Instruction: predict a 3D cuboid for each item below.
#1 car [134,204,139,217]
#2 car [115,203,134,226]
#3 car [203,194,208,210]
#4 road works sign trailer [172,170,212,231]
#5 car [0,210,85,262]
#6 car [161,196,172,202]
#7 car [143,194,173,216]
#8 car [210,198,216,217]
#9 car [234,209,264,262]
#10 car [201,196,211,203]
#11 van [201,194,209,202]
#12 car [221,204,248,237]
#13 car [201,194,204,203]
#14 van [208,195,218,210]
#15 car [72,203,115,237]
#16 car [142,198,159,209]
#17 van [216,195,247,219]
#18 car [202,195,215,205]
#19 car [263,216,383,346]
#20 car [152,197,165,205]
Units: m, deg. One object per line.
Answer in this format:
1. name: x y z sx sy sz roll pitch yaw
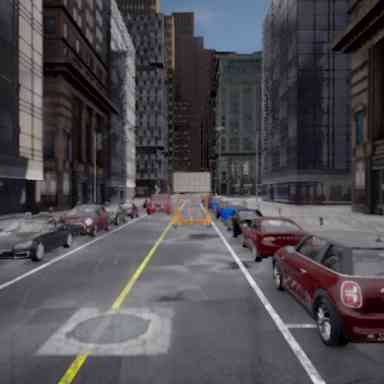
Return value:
1. car: -5.674 1.579 28.953 1.802 1.307 4.206 0 0 0
2. car: -5.674 1.548 23.304 2.008 1.369 4.403 0 0 0
3. car: 2.850 1.311 40.253 2.192 1.841 5.009 0 0 0
4. road works sign trailer: 0.001 0.462 20.550 2.380 3.560 2.880 0 0 0
5. car: -5.673 1.549 12.006 2.008 1.369 4.403 0 0 0
6. car: -5.673 1.531 74.146 1.947 1.339 4.313 0 0 0
7. car: -3.098 1.221 32.854 2.150 2.045 5.566 0 0 0
8. car: 2.851 1.541 28.956 1.887 1.381 4.507 0 0 0
9. car: 2.852 1.543 12.011 1.887 1.381 4.507 0 0 0
10. car: 2.852 1.555 68.498 1.802 1.307 4.206 0 0 0
11. van: 2.851 1.306 74.146 1.690 1.788 3.998 0 0 0
12. car: 2.852 1.563 17.659 1.947 1.339 4.313 0 0 0
13. car: 2.850 1.306 51.551 2.192 1.841 5.009 0 0 0
14. van: 2.850 1.338 34.605 1.690 1.788 3.998 0 0 0
15. car: -5.674 1.438 17.656 1.967 1.590 4.097 0 0 0
16. car: -5.673 1.539 45.900 1.887 1.381 4.507 0 0 0
17. van: 2.850 1.338 23.308 1.690 1.788 3.998 0 0 0
18. car: 2.851 1.427 57.200 1.967 1.590 4.097 0 0 0
19. car: 2.851 1.439 6.362 1.967 1.590 4.097 0 0 0
20. car: -5.673 1.569 57.198 1.802 1.307 4.206 0 0 0
